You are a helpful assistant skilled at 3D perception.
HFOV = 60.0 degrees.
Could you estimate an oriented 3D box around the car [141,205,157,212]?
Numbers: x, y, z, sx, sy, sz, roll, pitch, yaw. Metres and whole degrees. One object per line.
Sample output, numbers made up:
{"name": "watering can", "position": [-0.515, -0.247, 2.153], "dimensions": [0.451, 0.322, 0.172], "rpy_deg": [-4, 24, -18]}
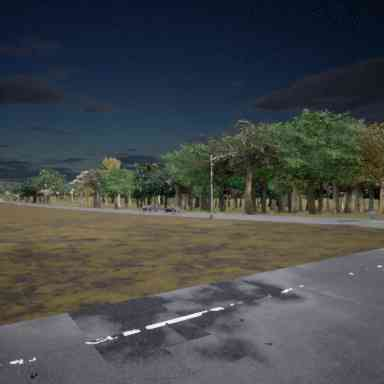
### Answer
{"name": "car", "position": [-9.263, 3.559, 71.755], "dimensions": [1.837, 1.490, 4.892], "rpy_deg": [1, -2, -33]}

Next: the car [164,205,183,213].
{"name": "car", "position": [-3.494, 3.250, 63.143], "dimensions": [2.128, 1.511, 4.902], "rpy_deg": [1, -2, -33]}

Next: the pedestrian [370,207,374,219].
{"name": "pedestrian", "position": [19.252, 2.203, 35.553], "dimensions": [0.375, 1.300, 0.375], "rpy_deg": [-2, 1, -33]}
